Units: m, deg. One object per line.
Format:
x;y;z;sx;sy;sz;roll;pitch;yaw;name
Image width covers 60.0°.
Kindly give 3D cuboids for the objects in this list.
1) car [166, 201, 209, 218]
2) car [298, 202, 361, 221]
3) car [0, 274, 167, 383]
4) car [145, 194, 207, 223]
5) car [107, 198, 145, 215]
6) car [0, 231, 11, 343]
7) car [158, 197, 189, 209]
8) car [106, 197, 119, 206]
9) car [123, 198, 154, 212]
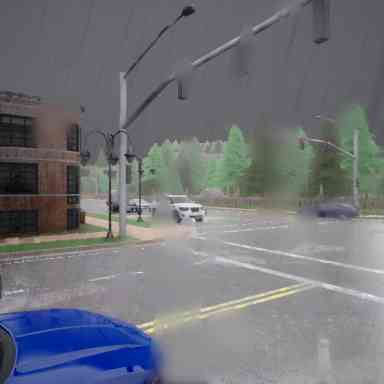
-0.477;1.564;30.789;1.994;1.385;4.181;0;0;-35;car
11.060;1.526;26.947;4.674;1.442;1.812;0;1;36;car
-2.481;1.478;1.971;5.008;1.535;1.882;0;0;-36;car
-1.230;1.221;25.806;2.150;2.045;5.566;0;0;-33;car
-6.639;1.564;33.513;1.994;1.385;4.181;0;0;-34;car
-5.351;1.491;4.474;4.902;1.511;2.128;0;0;-35;car
-2.633;1.491;46.403;2.128;1.511;4.902;0;0;-35;car
-12.617;1.564;54.574;1.994;1.385;4.181;0;0;-35;car
-6.349;1.526;39.232;1.812;1.442;4.674;0;0;-35;car
